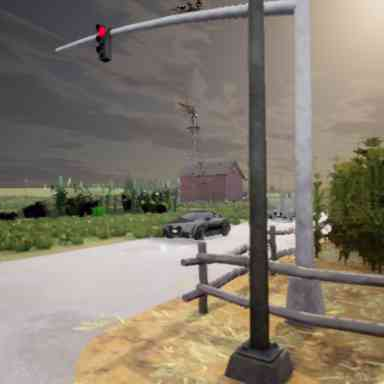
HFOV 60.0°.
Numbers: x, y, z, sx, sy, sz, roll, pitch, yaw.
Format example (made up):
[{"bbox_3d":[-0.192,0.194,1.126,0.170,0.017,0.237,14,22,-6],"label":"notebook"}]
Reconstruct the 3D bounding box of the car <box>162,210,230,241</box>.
[{"bbox_3d":[0.305,1.677,17.459,1.994,1.385,4.181,-1,0,35],"label":"car"}]

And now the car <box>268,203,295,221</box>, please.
[{"bbox_3d":[8.147,1.683,28.753,1.994,1.385,4.181,-1,0,35],"label":"car"}]
